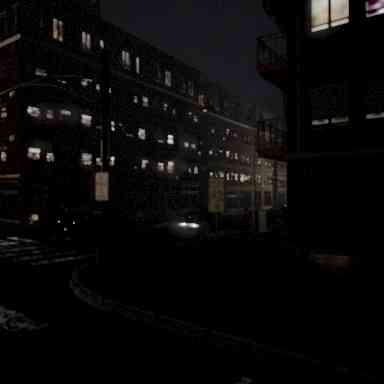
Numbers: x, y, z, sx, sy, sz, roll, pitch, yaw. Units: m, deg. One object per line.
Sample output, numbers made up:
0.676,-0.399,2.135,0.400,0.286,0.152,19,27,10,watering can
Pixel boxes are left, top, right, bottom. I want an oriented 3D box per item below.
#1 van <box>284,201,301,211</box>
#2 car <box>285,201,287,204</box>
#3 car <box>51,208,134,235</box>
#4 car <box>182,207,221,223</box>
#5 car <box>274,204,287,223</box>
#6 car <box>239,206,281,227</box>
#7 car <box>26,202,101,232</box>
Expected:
17.950,2.419,59.200,1.690,1.788,3.998,-1,-2,35,van
12.288,2.387,46.486,1.994,1.385,4.181,0,-1,36,car
-5.910,1.847,20.694,1.895,1.301,4.718,0,-1,36,car
0.925,2.026,30.398,1.994,1.385,4.181,0,-1,35,car
8.494,2.095,31.188,2.008,1.369,4.403,-1,-2,35,car
5.229,2.023,26.534,1.802,1.307,4.206,-1,-2,35,car
-8.169,1.561,21.980,2.192,1.841,5.009,-1,-2,35,car
